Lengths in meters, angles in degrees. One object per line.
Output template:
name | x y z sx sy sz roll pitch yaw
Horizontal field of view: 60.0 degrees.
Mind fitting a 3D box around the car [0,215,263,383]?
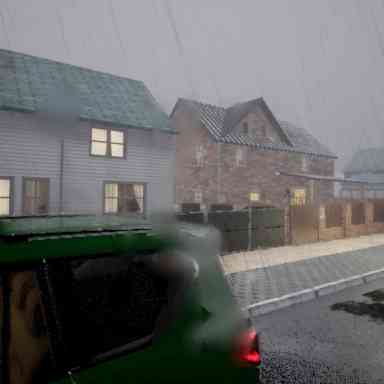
car | -2.071 1.221 1.591 5.566 2.045 2.150 0 0 -35
